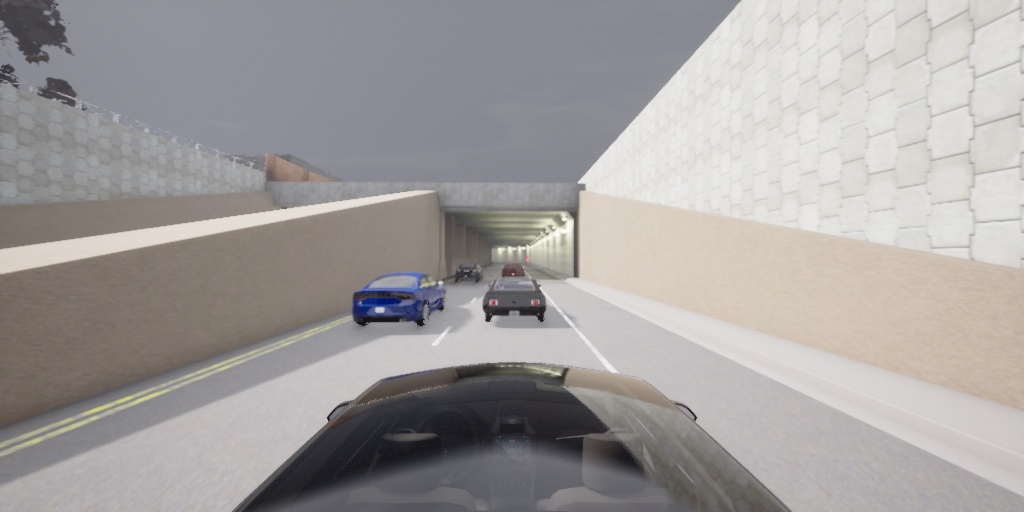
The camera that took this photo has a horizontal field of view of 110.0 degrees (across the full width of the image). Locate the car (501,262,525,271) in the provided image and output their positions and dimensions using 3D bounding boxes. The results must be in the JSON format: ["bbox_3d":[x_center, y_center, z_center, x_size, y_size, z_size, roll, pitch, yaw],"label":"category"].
[{"bbox_3d":[0.096,1.289,30.755,1.882,1.535,5.008,0,0,0],"label":"car"}]

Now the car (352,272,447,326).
[{"bbox_3d":[-3.419,1.249,11.763,1.882,1.535,5.008,0,0,0],"label":"car"}]

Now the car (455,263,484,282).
[{"bbox_3d":[-3.409,1.299,29.178,2.128,1.511,4.902,0,0,0],"label":"car"}]

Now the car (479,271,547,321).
[{"bbox_3d":[0.084,1.374,12.532,1.895,1.301,4.718,0,0,0],"label":"car"}]
